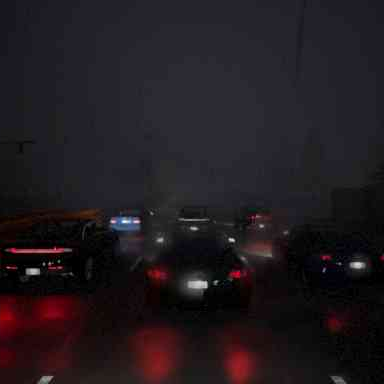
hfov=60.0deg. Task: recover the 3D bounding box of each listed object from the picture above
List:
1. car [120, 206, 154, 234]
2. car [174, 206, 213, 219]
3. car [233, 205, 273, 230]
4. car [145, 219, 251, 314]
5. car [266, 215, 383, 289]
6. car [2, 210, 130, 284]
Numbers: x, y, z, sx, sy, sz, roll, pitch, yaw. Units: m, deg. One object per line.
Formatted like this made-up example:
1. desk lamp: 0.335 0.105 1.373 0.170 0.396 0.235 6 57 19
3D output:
1. car: -3.408 1.547 19.343 2.033 1.411 5.357 0 0 0
2. car: 0.093 1.492 17.672 2.128 1.511 4.902 0 0 0
3. car: 3.591 1.505 19.561 1.837 1.490 4.892 0 0 0
4. car: 0.097 1.564 7.723 1.994 1.385 4.181 0 0 0
5. car: 3.597 1.563 9.233 1.994 1.385 4.181 0 0 0
6. car: -3.404 1.491 9.546 2.128 1.511 4.902 0 0 0
